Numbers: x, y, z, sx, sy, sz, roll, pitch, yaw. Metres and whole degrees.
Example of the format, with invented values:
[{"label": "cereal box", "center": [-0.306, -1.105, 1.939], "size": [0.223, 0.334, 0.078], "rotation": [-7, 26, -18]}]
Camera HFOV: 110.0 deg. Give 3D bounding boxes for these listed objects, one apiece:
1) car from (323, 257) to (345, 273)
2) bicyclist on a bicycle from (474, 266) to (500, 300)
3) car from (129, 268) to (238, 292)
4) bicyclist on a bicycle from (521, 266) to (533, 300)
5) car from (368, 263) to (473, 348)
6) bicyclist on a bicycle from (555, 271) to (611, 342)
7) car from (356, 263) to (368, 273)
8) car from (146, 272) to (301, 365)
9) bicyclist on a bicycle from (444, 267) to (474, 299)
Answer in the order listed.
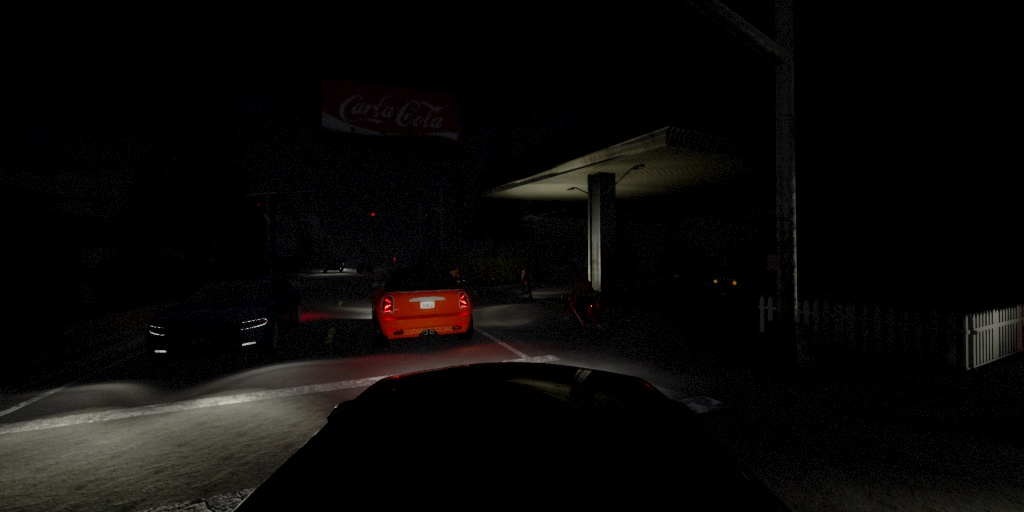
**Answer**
[{"label": "car", "center": [-23.808, 1.172, 47.775], "size": [2.150, 2.045, 5.566], "rotation": [0, 0, -25]}, {"label": "bicyclist on a bicycle", "center": [-1.356, 1.336, 17.770], "size": [1.656, 1.620, 0.582], "rotation": [0, 0, -21]}, {"label": "car", "center": [-23.156, 1.651, 25.632], "size": [5.357, 1.411, 2.033], "rotation": [0, 0, -24]}, {"label": "bicyclist on a bicycle", "center": [0.753, 1.326, 17.890], "size": [0.582, 1.620, 1.656], "rotation": [-1, 0, 16]}, {"label": "car", "center": [-2.563, 1.051, 9.459], "size": [2.097, 1.767, 4.553], "rotation": [0, 0, -22]}, {"label": "bicyclist on a bicycle", "center": [1.687, 1.197, 8.683], "size": [0.582, 1.620, 1.656], "rotation": [3, -2, -43]}, {"label": "car", "center": [-19.544, 1.512, 47.462], "size": [1.895, 1.301, 4.718], "rotation": [0, 0, -25]}, {"label": "car", "center": [-6.274, 1.210, 8.381], "size": [1.882, 1.535, 5.008], "rotation": [0, 0, -23]}, {"label": "bicyclist on a bicycle", "center": [-2.660, 1.310, 16.386], "size": [1.656, 1.620, 0.582], "rotation": [1, 0, 37]}]
